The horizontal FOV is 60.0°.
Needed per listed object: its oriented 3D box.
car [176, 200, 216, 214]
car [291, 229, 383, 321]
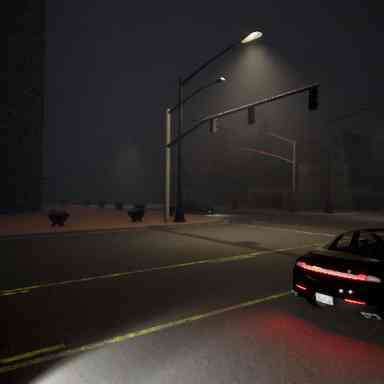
[{"bbox_3d":[0.265,1.624,36.056,2.033,1.411,5.357,1,-1,-35],"label":"car"},{"bbox_3d":[4.098,1.503,6.727,4.902,1.511,2.128,0,0,-35],"label":"car"}]
